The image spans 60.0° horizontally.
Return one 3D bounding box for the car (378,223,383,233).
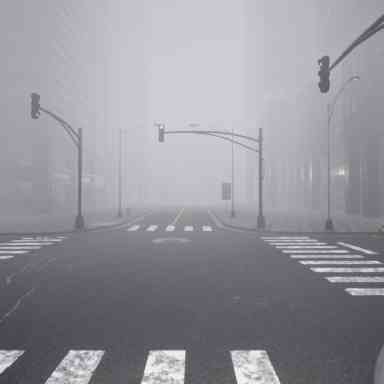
[{"bbox_3d":[11.756,1.564,16.241,4.829,1.417,1.752,0,-1,0],"label":"car"}]
